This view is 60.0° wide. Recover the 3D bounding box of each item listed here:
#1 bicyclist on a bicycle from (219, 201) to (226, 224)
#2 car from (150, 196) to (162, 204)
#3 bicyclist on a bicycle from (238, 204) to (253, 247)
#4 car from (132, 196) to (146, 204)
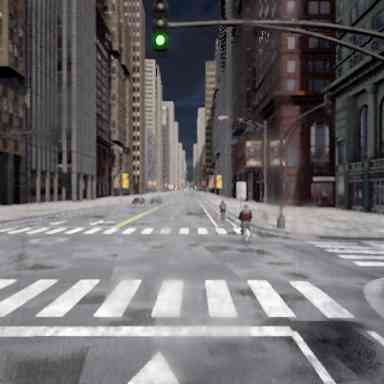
[{"bbox_3d":[2.242,1.451,24.111,0.582,1.620,1.656,0,0,0],"label":"bicyclist on a bicycle"},{"bbox_3d":[-6.527,1.505,61.536,2.033,1.411,5.357,0,0,0],"label":"car"},{"bbox_3d":[2.255,1.381,14.141,0.659,1.776,1.843,0,1,0],"label":"bicyclist on a bicycle"},{"bbox_3d":[-9.777,1.522,61.535,1.994,1.385,4.181,0,0,0],"label":"car"}]
